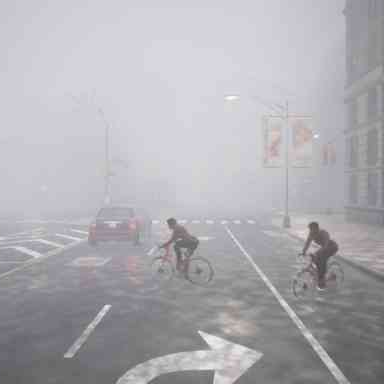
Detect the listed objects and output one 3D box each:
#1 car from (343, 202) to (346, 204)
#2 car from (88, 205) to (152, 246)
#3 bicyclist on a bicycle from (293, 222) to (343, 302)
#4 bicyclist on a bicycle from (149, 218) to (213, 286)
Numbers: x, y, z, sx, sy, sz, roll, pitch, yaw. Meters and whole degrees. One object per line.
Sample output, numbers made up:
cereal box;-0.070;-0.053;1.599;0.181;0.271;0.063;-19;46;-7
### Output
car;23.479;1.547;45.352;5.357;1.411;2.033;0;0;2
car;-3.121;1.352;15.368;2.097;1.767;4.553;0;0;1
bicyclist on a bicycle;2.710;1.445;7.072;1.656;1.620;0.582;-2;1;-32
bicyclist on a bicycle;-0.315;1.454;8.039;1.656;1.620;0.582;-2;-1;17
